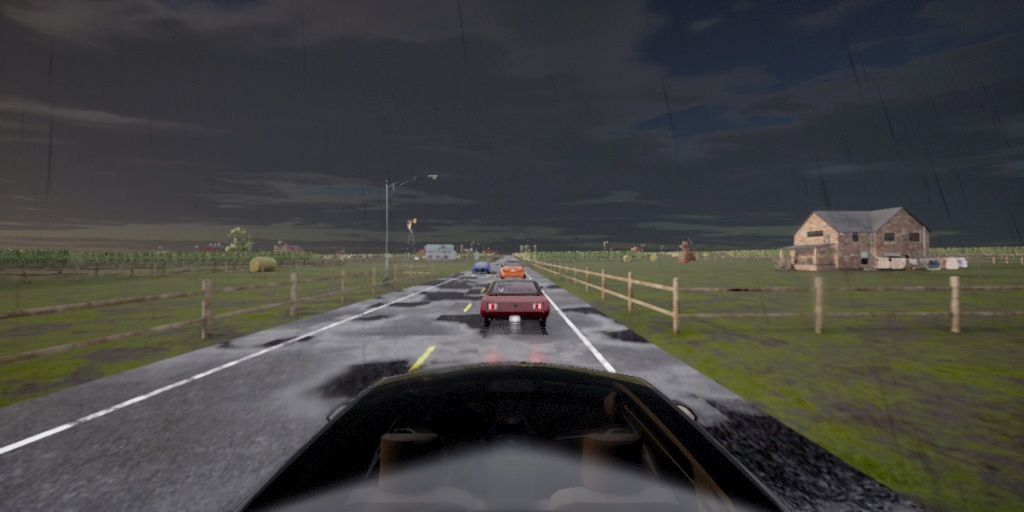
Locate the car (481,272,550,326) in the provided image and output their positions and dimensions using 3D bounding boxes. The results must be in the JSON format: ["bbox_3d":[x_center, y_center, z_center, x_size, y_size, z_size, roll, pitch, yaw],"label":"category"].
[{"bbox_3d":[0.087,1.390,11.823,1.895,1.301,4.718,0,0,0],"label":"car"}]

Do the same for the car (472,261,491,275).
[{"bbox_3d":[-3.561,1.363,42.425,1.882,1.535,5.008,0,0,1],"label":"car"}]

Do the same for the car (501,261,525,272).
[{"bbox_3d":[0.088,1.208,31.890,2.097,1.767,4.553,0,0,0],"label":"car"}]
